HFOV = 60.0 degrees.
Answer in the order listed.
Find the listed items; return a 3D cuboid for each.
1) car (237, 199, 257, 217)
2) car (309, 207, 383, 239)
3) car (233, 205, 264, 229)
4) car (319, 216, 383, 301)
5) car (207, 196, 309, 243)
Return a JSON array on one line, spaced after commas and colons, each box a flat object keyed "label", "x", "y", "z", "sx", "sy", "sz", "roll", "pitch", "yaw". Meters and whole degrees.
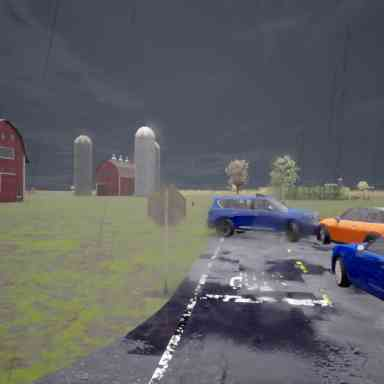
[{"label": "car", "x": 5.453, "y": 1.502, "z": 33.022, "sx": 1.837, "sy": 1.490, "sz": 4.892, "roll": 0, "pitch": 0, "yaw": 9}, {"label": "car", "x": 6.839, "y": 1.365, "z": 12.976, "sx": 2.097, "sy": 1.767, "sz": 4.553, "roll": 0, "pitch": 0, "yaw": -11}, {"label": "car", "x": 3.818, "y": 1.601, "z": 22.711, "sx": 1.895, "sy": 1.301, "sz": 4.718, "roll": 0, "pitch": 0, "yaw": 9}, {"label": "car", "x": 4.470, "y": 1.480, "z": 6.311, "sx": 1.882, "sy": 1.535, "sz": 5.008, "roll": 0, "pitch": 0, "yaw": -3}, {"label": "car", "x": 3.442, "y": 1.218, "z": 16.445, "sx": 5.566, "sy": 2.045, "sz": 2.150, "roll": 0, "pitch": 0, "yaw": 31}]
